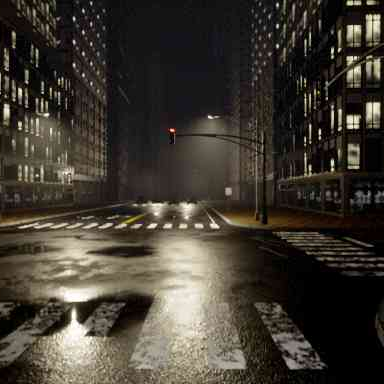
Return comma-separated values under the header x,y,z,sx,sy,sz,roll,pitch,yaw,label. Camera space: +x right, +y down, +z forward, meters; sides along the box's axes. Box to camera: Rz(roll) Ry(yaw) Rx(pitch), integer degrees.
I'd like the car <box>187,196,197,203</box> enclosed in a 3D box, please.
x,y,z,sx,sy,sz,roll,pitch,yaw,label
0.001,1.562,70.523,1.895,1.301,4.718,0,0,0,car

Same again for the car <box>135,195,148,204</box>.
x,y,z,sx,sy,sz,roll,pitch,yaw,label
-9.749,1.449,64.273,2.097,1.767,4.553,0,0,0,car

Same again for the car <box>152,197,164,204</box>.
x,y,z,sx,sy,sz,roll,pitch,yaw,label
-6.499,1.661,64.243,1.994,1.385,4.181,0,0,0,car

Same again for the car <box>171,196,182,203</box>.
x,y,z,sx,sy,sz,roll,pitch,yaw,label
-3.249,1.502,70.077,1.994,1.385,4.181,0,0,0,car

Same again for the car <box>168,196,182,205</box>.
x,y,z,sx,sy,sz,roll,pitch,yaw,label
-3.250,1.629,59.658,2.033,1.411,5.357,0,0,0,car

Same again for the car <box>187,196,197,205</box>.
x,y,z,sx,sy,sz,roll,pitch,yaw,label
0.001,1.630,60.075,2.033,1.411,5.357,0,0,0,car
